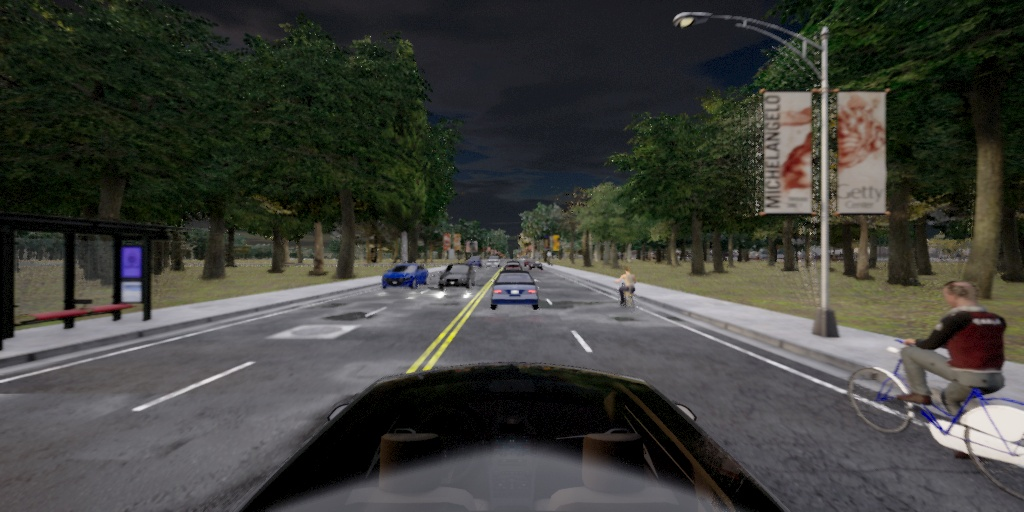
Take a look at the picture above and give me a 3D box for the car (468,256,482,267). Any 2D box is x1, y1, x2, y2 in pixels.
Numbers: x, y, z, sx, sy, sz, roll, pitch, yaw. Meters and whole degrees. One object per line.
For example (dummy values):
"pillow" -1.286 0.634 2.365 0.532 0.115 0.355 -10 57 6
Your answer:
"car" -6.511 0.986 63.929 2.150 2.045 5.566 0 0 1

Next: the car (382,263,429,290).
"car" -6.596 1.229 22.645 1.882 1.535 5.008 0 0 0

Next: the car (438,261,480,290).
"car" -3.346 1.256 22.510 1.837 1.490 4.892 0 0 0

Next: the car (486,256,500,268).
"car" -3.265 0.985 63.523 2.150 2.045 5.566 0 0 1

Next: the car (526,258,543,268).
"car" 3.358 1.357 51.779 1.895 1.301 4.718 0 0 0

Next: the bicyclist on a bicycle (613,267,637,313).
"bicyclist on a bicycle" 4.163 1.187 13.006 0.866 1.612 1.509 0 0 0

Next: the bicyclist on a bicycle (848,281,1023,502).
"bicyclist on a bicycle" 4.144 1.120 3.511 0.659 1.776 1.843 0 0 0

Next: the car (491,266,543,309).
"car" 0.101 1.298 14.933 2.033 1.411 5.357 0 0 0

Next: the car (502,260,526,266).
"car" 0.104 1.258 35.463 1.837 1.490 4.892 0 0 0
